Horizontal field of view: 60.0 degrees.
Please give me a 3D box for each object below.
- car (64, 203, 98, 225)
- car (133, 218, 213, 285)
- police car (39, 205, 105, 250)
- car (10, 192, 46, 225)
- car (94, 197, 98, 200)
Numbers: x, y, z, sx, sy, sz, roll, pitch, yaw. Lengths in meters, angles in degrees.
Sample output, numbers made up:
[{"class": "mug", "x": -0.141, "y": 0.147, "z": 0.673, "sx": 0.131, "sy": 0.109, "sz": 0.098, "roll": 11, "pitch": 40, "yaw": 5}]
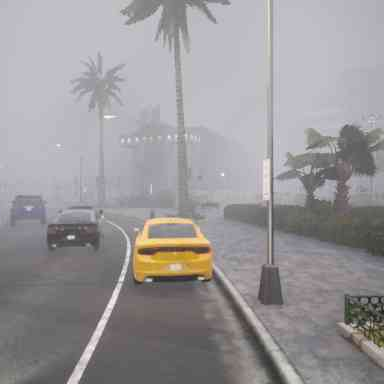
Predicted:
[{"class": "car", "x": -8.442, "y": 1.595, "z": 25.077, "sx": 1.895, "sy": 1.301, "sz": 4.718, "roll": 0, "pitch": 0, "yaw": -25}, {"class": "car", "x": -0.674, "y": 1.477, "z": 9.661, "sx": 1.882, "sy": 1.535, "sz": 5.008, "roll": 0, "pitch": 0, "yaw": -7}, {"class": "police car", "x": -4.905, "y": 1.422, "z": 14.502, "sx": 1.930, "sy": 1.638, "sz": 5.238, "roll": 0, "pitch": 0, "yaw": -12}, {"class": "car", "x": -11.931, "y": 1.214, "z": 24.271, "sx": 2.150, "sy": 2.045, "sz": 5.566, "roll": 0, "pitch": 0, "yaw": -26}, {"class": "car", "x": -26.644, "y": 1.554, "z": 85.529, "sx": 4.718, "sy": 1.301, "sz": 1.895, "roll": 0, "pitch": 0, "yaw": 24}]
